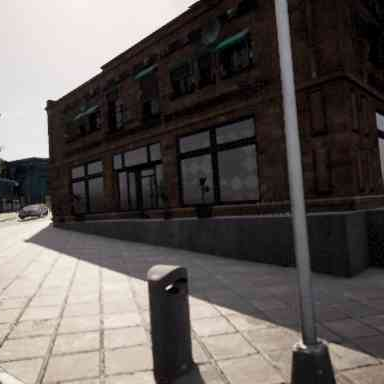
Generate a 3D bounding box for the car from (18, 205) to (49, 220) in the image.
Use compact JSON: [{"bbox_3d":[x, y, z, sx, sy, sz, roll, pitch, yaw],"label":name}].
[{"bbox_3d":[-16.586,2.073,35.030,2.033,1.411,5.357,-3,0,-11],"label":"car"}]
